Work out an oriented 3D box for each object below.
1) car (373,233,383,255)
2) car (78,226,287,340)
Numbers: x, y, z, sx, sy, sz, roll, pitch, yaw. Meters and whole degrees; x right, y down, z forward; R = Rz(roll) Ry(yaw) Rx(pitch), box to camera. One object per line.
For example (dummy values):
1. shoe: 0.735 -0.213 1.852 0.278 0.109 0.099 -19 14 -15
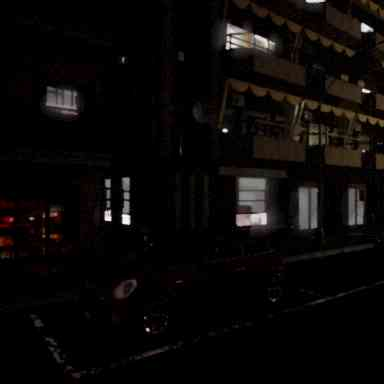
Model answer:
1. car: 8.792 1.673 12.855 4.829 1.417 1.752 1 -1 -36
2. car: -0.062 1.477 6.528 4.097 1.590 1.967 1 -1 -36
